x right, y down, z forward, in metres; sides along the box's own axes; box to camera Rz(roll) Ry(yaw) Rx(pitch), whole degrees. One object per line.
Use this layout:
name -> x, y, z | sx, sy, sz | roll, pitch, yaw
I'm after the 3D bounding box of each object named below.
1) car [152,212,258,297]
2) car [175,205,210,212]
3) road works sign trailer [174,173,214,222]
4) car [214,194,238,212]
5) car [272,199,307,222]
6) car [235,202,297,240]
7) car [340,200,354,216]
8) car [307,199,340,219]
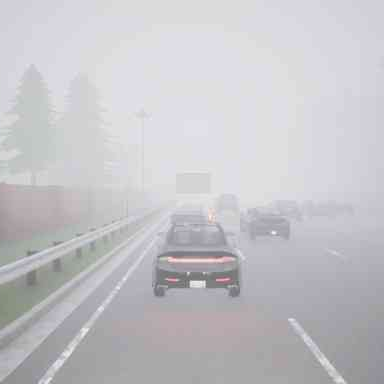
car -> 0.105, 1.492, 8.572 | 2.128, 1.511, 4.902 | 0, 0, 0
car -> -0.021, 1.474, 19.020 | 1.882, 1.535, 5.008 | 0, 0, 6
road works sign trailer -> 0.076, 0.464, 22.938 | 2.380, 3.560, 2.880 | 0, 0, 0
car -> 3.621, 1.222, 35.330 | 2.150, 2.045, 5.566 | 0, 0, 0
car -> 7.118, 1.352, 26.410 | 2.097, 1.767, 4.553 | 0, 0, 0
car -> 3.610, 1.506, 17.079 | 1.837, 1.490, 4.892 | 0, 0, 0
car -> 14.119, 1.505, 32.661 | 1.837, 1.490, 4.892 | 0, 0, 0
car -> 10.618, 1.491, 29.081 | 2.128, 1.511, 4.902 | 0, 0, 0
